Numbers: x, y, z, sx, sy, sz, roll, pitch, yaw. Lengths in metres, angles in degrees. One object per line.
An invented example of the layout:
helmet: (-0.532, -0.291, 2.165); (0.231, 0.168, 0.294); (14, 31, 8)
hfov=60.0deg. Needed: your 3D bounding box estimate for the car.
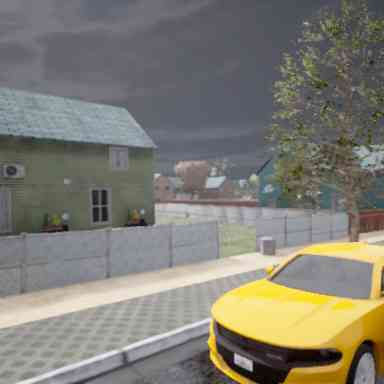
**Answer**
car: (2.425, 1.598, 5.260); (5.008, 1.535, 1.882); (1, -2, -41)
